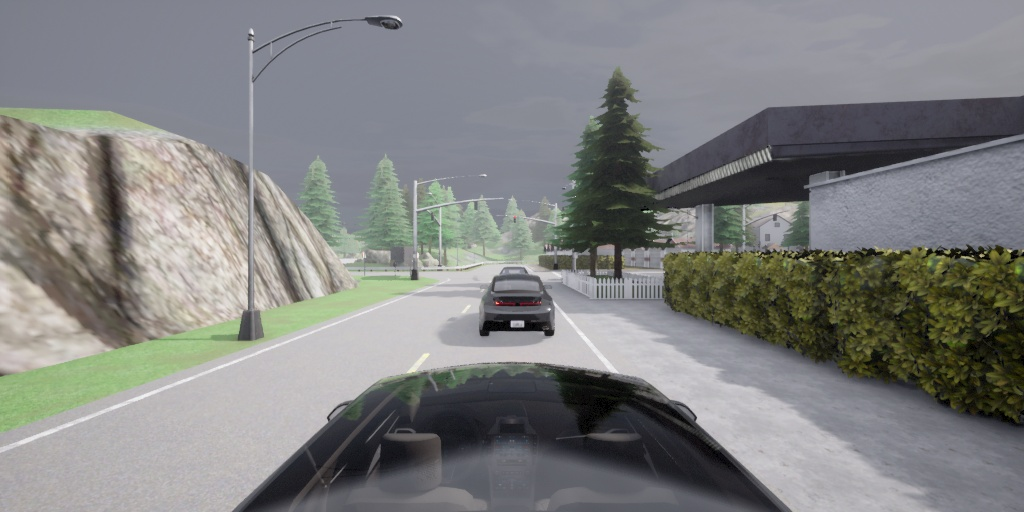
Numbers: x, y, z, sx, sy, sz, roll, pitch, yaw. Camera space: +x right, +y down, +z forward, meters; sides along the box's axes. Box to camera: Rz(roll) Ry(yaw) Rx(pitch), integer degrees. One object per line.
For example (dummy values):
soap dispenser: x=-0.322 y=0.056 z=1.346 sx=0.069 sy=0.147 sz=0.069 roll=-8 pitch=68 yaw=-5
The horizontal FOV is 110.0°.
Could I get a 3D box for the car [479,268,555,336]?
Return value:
car: x=0.123 y=1.255 z=10.334 sx=1.837 sy=1.490 sz=4.892 roll=0 pitch=0 yaw=0
